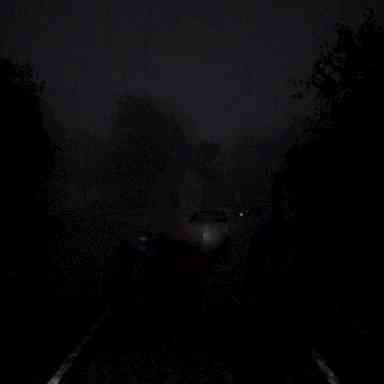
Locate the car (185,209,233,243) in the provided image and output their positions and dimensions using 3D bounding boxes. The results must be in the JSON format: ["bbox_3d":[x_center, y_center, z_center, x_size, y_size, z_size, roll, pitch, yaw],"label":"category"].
[{"bbox_3d":[0.848,1.561,15.879,1.895,1.301,4.718,0,-1,6],"label":"car"}]

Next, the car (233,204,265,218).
[{"bbox_3d":[5.589,1.799,32.433,1.895,1.301,4.718,0,-1,29],"label":"car"}]
